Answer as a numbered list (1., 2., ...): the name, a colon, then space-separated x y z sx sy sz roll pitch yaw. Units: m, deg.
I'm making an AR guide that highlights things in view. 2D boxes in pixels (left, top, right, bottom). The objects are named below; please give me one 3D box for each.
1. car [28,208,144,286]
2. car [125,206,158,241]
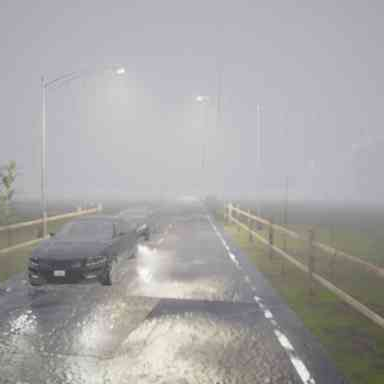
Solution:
1. car: -2.768 1.432 9.484 1.882 1.535 5.008 0 0 0
2. car: -2.770 1.447 16.308 1.812 1.442 4.674 0 0 0
